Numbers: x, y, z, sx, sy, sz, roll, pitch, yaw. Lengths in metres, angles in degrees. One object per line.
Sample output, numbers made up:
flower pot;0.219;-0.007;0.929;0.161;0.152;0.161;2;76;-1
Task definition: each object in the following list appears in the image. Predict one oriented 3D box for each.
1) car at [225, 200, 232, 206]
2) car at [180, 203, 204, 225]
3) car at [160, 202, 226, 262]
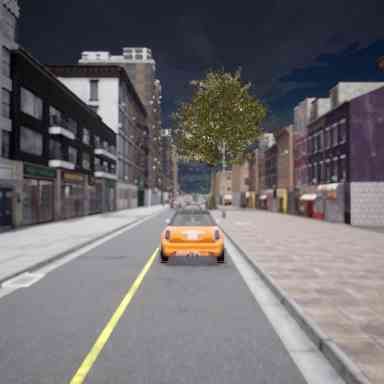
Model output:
car;10.774;3.029;89.017;5.009;1.841;2.192;1;-2;0
car;0.029;1.758;27.664;1.837;1.490;4.892;0;0;1
car;0.036;1.429;12.543;2.097;1.767;4.553;0;-1;1
